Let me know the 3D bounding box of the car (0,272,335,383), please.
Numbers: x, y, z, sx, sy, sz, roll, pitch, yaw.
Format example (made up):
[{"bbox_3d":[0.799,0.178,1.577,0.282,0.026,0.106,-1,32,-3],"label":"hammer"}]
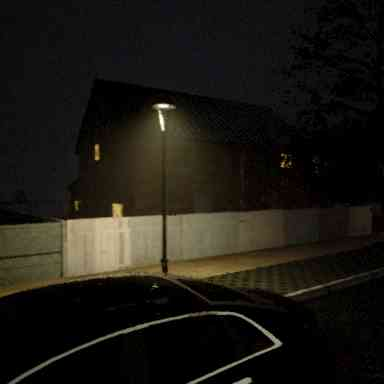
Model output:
[{"bbox_3d":[-0.937,1.506,2.384,4.892,1.490,1.837,1,0,-35],"label":"car"}]
